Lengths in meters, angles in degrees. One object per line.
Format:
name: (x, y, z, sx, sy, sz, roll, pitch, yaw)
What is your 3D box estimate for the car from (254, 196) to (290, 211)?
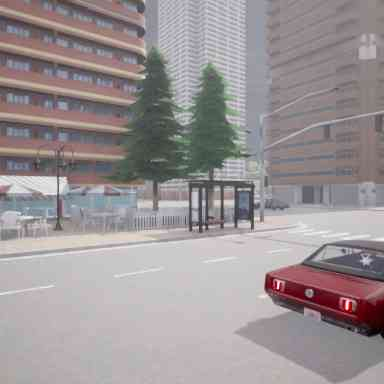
car: (9.972, 1.603, 42.739, 2.033, 1.411, 5.357, 0, 0, -36)

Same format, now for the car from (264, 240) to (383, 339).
car: (3.663, 1.601, 6.421, 4.718, 1.301, 1.895, 0, 0, -36)
